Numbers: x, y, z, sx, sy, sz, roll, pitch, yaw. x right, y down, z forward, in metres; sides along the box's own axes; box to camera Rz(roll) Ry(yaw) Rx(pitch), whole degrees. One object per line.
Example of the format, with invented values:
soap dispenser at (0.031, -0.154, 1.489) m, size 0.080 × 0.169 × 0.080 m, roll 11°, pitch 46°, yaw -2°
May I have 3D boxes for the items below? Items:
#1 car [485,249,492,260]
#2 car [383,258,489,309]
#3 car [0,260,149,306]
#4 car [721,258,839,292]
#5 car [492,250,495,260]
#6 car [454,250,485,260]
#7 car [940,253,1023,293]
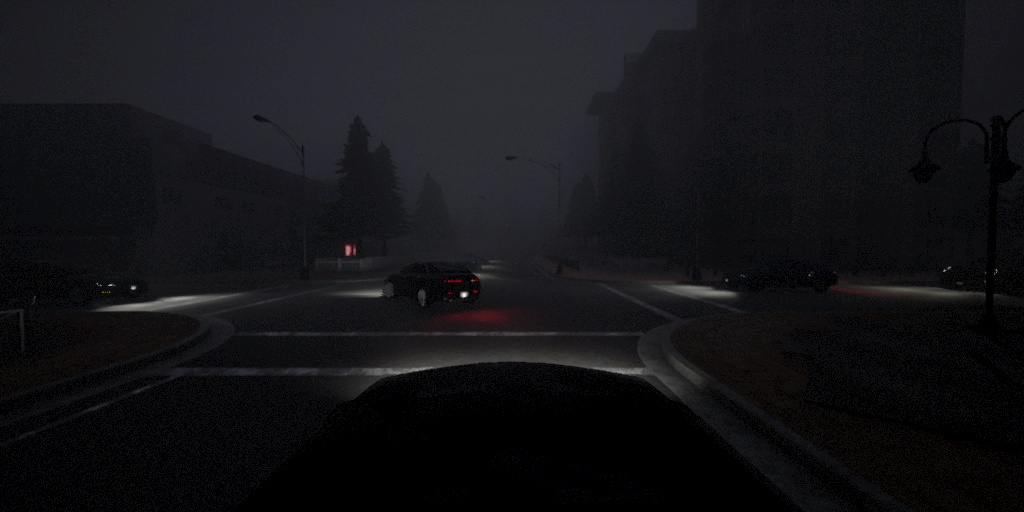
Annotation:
car at (-3.605, 0.124, 39.947) m, size 1.882 × 1.535 × 5.008 m, roll 0°, pitch 2°, yaw 0°
car at (-3.052, 0.919, 13.113) m, size 1.837 × 1.490 × 4.892 m, roll 1°, pitch 0°, yaw -40°
car at (-16.156, 0.914, 13.019) m, size 4.892 × 1.490 × 1.837 m, roll 0°, pitch 2°, yaw 0°
car at (12.186, 0.834, 16.437) m, size 4.674 × 1.442 × 1.812 m, roll 0°, pitch 2°, yaw 1°
car at (-3.549, -0.214, 51.661) m, size 1.882 × 1.535 × 5.008 m, roll 0°, pitch 2°, yaw 1°
car at (-3.612, 0.422, 29.608) m, size 1.882 × 1.535 × 5.008 m, roll 0°, pitch 2°, yaw 1°
car at (22.679, 0.661, 16.334) m, size 4.553 × 1.767 × 2.097 m, roll 0°, pitch 2°, yaw 1°
